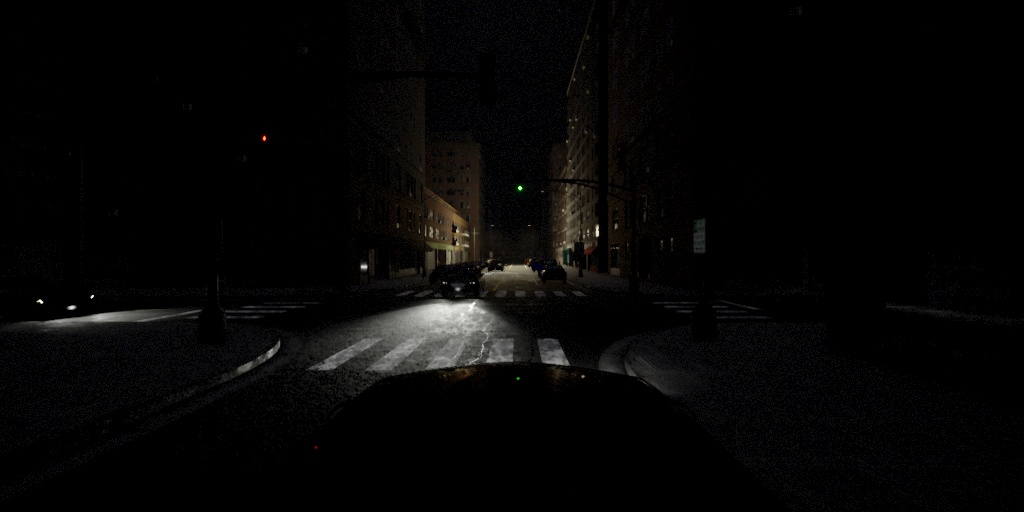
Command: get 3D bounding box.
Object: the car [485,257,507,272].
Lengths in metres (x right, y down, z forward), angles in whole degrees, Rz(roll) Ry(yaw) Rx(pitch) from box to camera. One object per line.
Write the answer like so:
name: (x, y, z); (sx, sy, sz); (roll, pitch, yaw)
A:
car: (-1.988, 1.274, 45.633); (1.837, 1.490, 4.892); (0, 0, 1)

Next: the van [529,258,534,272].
van: (3.372, 1.088, 43.992); (1.690, 1.789, 3.998); (0, 0, 1)

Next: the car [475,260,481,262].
car: (-4.750, 1.314, 38.451); (1.948, 1.339, 4.313); (0, 0, 1)

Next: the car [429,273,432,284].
car: (-4.948, 1.316, 27.088); (1.948, 1.339, 4.313); (0, 0, 1)

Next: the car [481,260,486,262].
car: (-4.552, 1.295, 49.813); (2.007, 1.370, 4.403); (0, 0, 1)

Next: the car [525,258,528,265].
car: (3.670, 1.323, 61.037); (1.802, 1.307, 4.207); (0, 0, 1)

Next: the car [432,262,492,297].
car: (-2.454, 1.252, 18.926); (2.128, 1.511, 4.902); (0, 0, 1)

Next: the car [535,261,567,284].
car: (3.075, 1.301, 26.948); (2.007, 1.370, 4.403); (0, 0, 1)

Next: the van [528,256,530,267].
van: (3.471, 1.086, 49.674); (1.690, 1.789, 3.998); (0, 0, 1)

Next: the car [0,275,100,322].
car: (-17.464, 1.358, 12.112); (5.357, 1.411, 2.033); (0, 0, 1)

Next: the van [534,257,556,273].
van: (3.174, 1.090, 32.629); (1.690, 1.789, 3.998); (0, 0, 1)
